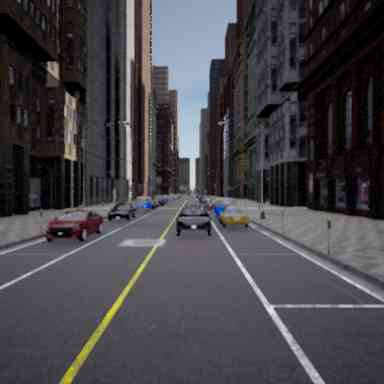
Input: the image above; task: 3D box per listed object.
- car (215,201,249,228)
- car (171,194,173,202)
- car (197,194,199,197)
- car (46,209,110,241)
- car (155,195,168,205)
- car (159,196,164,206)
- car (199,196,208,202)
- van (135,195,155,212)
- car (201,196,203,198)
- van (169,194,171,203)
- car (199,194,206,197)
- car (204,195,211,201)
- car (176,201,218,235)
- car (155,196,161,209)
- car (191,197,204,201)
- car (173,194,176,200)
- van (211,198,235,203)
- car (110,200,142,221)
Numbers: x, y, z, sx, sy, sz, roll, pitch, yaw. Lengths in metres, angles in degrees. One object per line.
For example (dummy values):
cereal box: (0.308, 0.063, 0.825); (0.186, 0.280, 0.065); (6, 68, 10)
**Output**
car: (2.758, 1.566, 22.590); (1.752, 1.417, 4.829); (0, 0, 0)
car: (-5.773, 1.587, 73.137); (1.967, 1.590, 4.097); (0, 0, 0)
car: (2.751, 1.462, 73.147); (2.192, 1.841, 5.009); (0, 0, 0)
car: (-5.766, 1.574, 16.769); (1.887, 1.381, 4.507); (0, 0, 0)
car: (-5.772, 1.426, 56.226); (2.192, 1.841, 5.009); (0, 0, 0)
car: (-5.770, 1.665, 50.589); (1.947, 1.339, 4.313); (0, 0, 0)
car: (2.751, 1.703, 78.783); (1.887, 1.381, 4.507); (0, 0, 0)
van: (-5.770, 1.416, 39.316); (1.690, 1.788, 3.998); (0, 0, 0)
car: (2.755, 1.650, 50.601); (2.008, 1.369, 4.403); (0, 0, 0)
van: (-5.773, 1.476, 67.500); (1.690, 1.788, 3.998); (0, 0, 0)
car: (2.753, 1.563, 61.874); (1.967, 1.590, 4.097); (0, 0, 0)
car: (2.755, 1.515, 39.329); (1.967, 1.590, 4.097); (0, 0, 0)
car: (0.097, 1.526, 19.090); (2.128, 1.511, 4.902); (0, 0, 0)
car: (-5.770, 1.653, 44.953); (1.947, 1.339, 4.313); (0, 0, 0)
car: (0.096, 1.679, 40.893); (1.895, 1.301, 4.718); (0, 0, 0)
car: (-5.775, 1.611, 84.410); (1.967, 1.590, 4.097); (0, 0, 0)
van: (2.756, 1.393, 28.056); (1.690, 1.788, 3.998); (0, 0, 0)
car: (-5.768, 1.618, 28.042); (1.947, 1.339, 4.313); (0, 0, 0)
